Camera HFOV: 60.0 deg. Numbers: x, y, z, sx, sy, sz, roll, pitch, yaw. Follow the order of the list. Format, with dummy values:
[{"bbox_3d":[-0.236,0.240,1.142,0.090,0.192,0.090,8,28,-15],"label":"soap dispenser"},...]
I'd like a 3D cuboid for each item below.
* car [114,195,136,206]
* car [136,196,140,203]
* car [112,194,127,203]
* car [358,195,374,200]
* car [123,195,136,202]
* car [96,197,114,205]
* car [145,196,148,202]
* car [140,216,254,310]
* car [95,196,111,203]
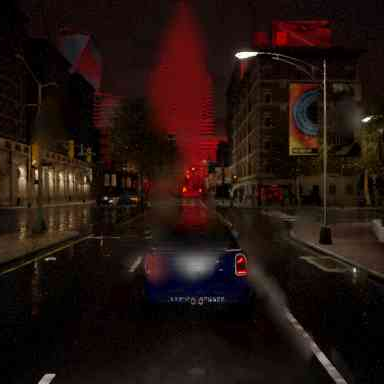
[{"bbox_3d":[-11.386,1.526,56.795,1.812,1.442,4.674,0,0,0],"label":"car"},{"bbox_3d":[-11.300,1.478,65.942,1.882,1.535,5.008,0,0,1],"label":"car"},{"bbox_3d":[-14.764,1.352,68.079,2.097,1.767,4.553,0,0,0],"label":"car"},{"bbox_3d":[34.684,1.481,68.681,2.231,1.521,4.892,0,0,0],"label":"car"},{"bbox_3d":[-14.727,1.525,78.480,2.128,1.511,4.902,0,0,0],"label":"car"},{"bbox_3d":[-14.876,1.547,57.969,2.033,1.411,5.357,0,0,0],"label":"car"},{"bbox_3d":[-11.236,1.552,75.816,1.994,1.385,4.181,0,0,0],"label":"car"},{"bbox_3d":[0.101,1.352,7.960,2.097,1.767,4.553,0,0,0],"label":"car"},{"bbox_3d":[-18.015,1.595,67.472,1.895,1.301,4.718,0,0,0],"label":"car"}]
